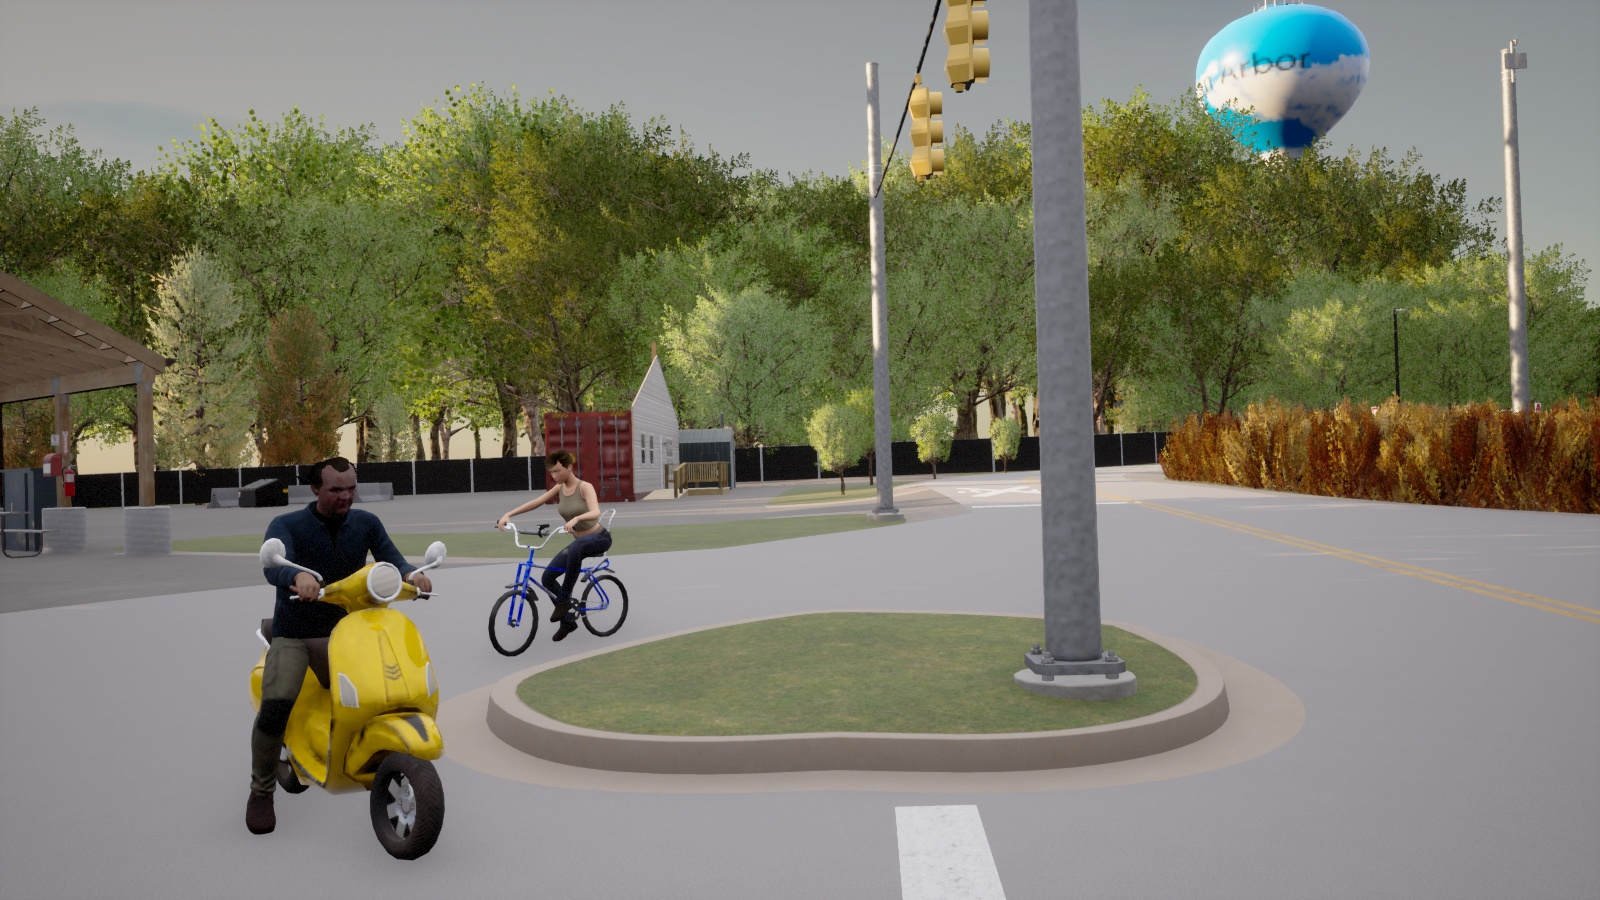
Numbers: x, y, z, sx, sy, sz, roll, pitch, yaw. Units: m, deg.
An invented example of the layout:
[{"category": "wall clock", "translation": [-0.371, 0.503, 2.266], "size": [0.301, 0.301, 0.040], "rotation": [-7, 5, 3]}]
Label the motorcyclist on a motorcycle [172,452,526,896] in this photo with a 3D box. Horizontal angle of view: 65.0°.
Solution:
[{"category": "motorcyclist on a motorcycle", "translation": [-2.026, 0.809, 5.480], "size": [0.866, 1.590, 1.817], "rotation": [0, 0, -40]}]

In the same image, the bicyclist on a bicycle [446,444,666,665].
[{"category": "bicyclist on a bicycle", "translation": [-1.978, 0.794, 10.331], "size": [0.866, 1.612, 1.509], "rotation": [-1, 2, 39]}]
